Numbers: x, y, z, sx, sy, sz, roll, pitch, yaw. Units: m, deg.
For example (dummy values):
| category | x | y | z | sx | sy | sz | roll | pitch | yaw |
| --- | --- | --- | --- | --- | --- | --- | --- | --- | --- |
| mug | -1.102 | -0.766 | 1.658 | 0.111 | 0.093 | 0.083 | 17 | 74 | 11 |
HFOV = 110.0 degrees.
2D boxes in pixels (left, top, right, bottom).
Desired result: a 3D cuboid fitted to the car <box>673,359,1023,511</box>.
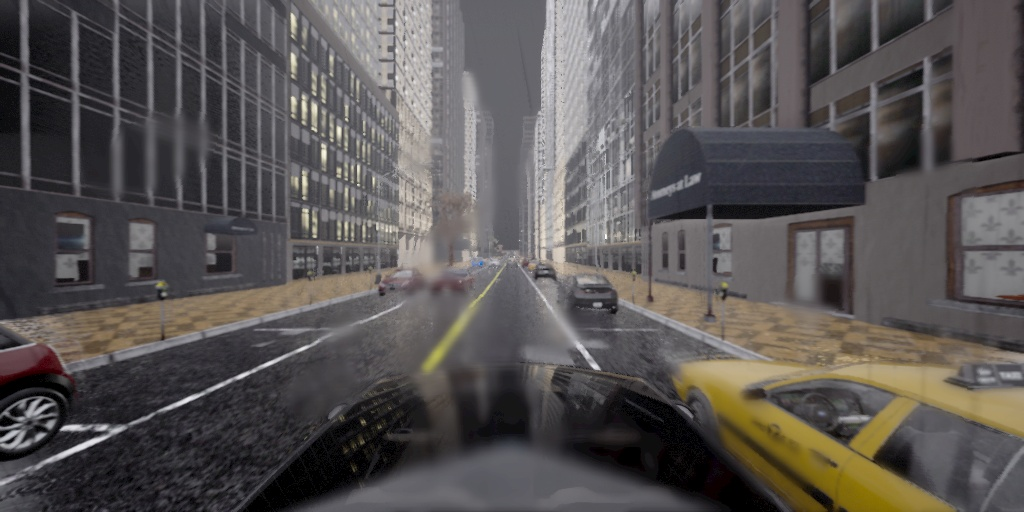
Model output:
| category | x | y | z | sx | sy | sz | roll | pitch | yaw |
| --- | --- | --- | --- | --- | --- | --- | --- | --- | --- |
| car | 2.690 | 1.275 | 2.226 | 1.751 | 1.417 | 4.829 | 0 | 0 | 0 |

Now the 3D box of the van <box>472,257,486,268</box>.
| category | x | y | z | sx | sy | sz | roll | pitch | yaw |
| --- | --- | --- | --- | --- | --- | --- | --- | --- | --- |
| van | -5.677 | 1.052 | 59.044 | 1.690 | 1.789 | 3.998 | 0 | 0 | 0 |

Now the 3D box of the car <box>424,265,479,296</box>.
| category | x | y | z | sx | sy | sz | roll | pitch | yaw |
| --- | --- | --- | --- | --- | --- | --- | --- | --- | --- |
| car | -3.095 | 1.344 | 19.253 | 1.895 | 1.301 | 4.718 | 0 | 0 | 0 |

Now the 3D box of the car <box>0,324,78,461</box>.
| category | x | y | z | sx | sy | sz | roll | pitch | yaw |
| --- | --- | --- | --- | --- | --- | --- | --- | --- | --- |
| car | -5.691 | 1.190 | 2.063 | 1.967 | 1.591 | 4.097 | 0 | 0 | 0 |

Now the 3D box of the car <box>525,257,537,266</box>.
| category | x | y | z | sx | sy | sz | roll | pitch | yaw |
| --- | --- | --- | --- | --- | --- | --- | --- | --- | --- |
| car | 3.010 | 1.180 | 45.926 | 1.801 | 1.575 | 5.366 | 0 | 0 | 0 |

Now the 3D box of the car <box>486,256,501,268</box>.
| category | x | y | z | sx | sy | sz | roll | pitch | yaw |
| --- | --- | --- | --- | --- | --- | --- | --- | --- | --- |
| car | -3.025 | 1.234 | 60.862 | 1.812 | 1.442 | 4.674 | 0 | 0 | 1 |

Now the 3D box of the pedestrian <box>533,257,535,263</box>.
| category | x | y | z | sx | sy | sz | roll | pitch | yaw |
| --- | --- | --- | --- | --- | --- | --- | --- | --- | --- |
| pedestrian | 3.011 | 1.015 | 48.914 | 0.375 | 1.860 | 0.375 | 0 | 0 | 0 |

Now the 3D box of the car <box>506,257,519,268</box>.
| category | x | y | z | sx | sy | sz | roll | pitch | yaw |
| --- | --- | --- | --- | --- | --- | --- | --- | --- | --- |
| car | 0.015 | 1.201 | 60.246 | 2.128 | 1.511 | 4.902 | 0 | 0 | 0 |

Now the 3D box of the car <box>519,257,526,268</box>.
| category | x | y | z | sx | sy | sz | roll | pitch | yaw |
| --- | --- | --- | --- | --- | --- | --- | --- | --- | --- |
| car | 2.704 | 1.025 | 59.037 | 2.192 | 1.841 | 5.009 | 0 | 0 | 0 |

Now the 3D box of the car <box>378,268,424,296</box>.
| category | x | y | z | sx | sy | sz | roll | pitch | yaw |
| --- | --- | --- | --- | --- | --- | --- | --- | --- | --- |
| car | -5.686 | 1.326 | 19.157 | 1.802 | 1.307 | 4.207 | 0 | 0 | 0 |

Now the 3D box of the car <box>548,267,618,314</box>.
| category | x | y | z | sx | sy | sz | roll | pitch | yaw |
| --- | --- | --- | --- | --- | --- | --- | --- | --- | --- |
| car | 2.693 | 1.295 | 13.450 | 2.007 | 1.370 | 4.403 | 0 | 0 | 0 |

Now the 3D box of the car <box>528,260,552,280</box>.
| category | x | y | z | sx | sy | sz | roll | pitch | yaw |
| --- | --- | --- | --- | --- | --- | --- | --- | --- | --- |
| car | 2.697 | 1.302 | 30.545 | 1.948 | 1.339 | 4.313 | 0 | 0 | 0 |
